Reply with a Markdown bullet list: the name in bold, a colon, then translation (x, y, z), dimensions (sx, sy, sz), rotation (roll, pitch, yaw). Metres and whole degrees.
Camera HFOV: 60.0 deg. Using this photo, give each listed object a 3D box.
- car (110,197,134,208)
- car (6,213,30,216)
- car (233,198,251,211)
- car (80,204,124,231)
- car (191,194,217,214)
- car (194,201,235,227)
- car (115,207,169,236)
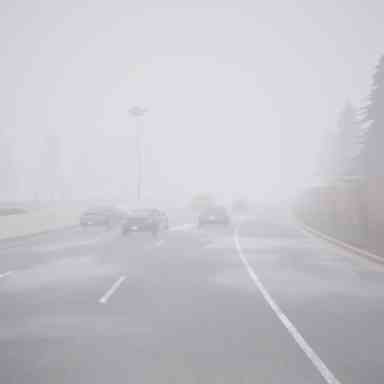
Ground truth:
- **car**: translation (-11.786, 1.716, 56.050), dimensions (2.097, 1.767, 4.553), rotation (-1, 0, 16)
- **car**: translation (-12.872, 1.796, 22.358), dimensions (1.837, 1.490, 4.892), rotation (-1, 0, 9)
- **car**: translation (6.035, 1.510, 40.876), dimensions (1.837, 1.490, 4.892), rotation (-1, 0, 15)
- **car**: translation (-5.631, 1.653, 22.108), dimensions (2.128, 1.511, 4.902), rotation (-1, 0, 9)
- **car**: translation (1.437, 1.298, 37.316), dimensions (2.150, 2.045, 5.566), rotation (-1, 0, 14)
- **car**: translation (1.668, 1.598, 23.214), dimensions (1.994, 1.385, 4.181), rotation (-1, 0, 10)
- **car**: translation (-2.574, 1.624, 18.993), dimensions (1.812, 1.442, 4.674), rotation (-1, 0, 7)
